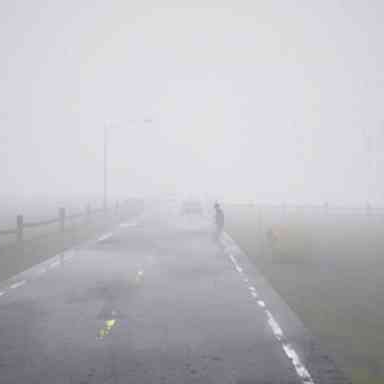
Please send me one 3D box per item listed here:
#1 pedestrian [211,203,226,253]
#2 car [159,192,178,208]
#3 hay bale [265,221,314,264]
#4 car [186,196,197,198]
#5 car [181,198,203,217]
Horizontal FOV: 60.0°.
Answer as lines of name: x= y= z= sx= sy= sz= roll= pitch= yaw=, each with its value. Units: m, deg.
pedestrian: x=0.929 y=1.225 z=11.729 sx=0.375 sy=1.860 sz=0.375 roll=1 pitch=0 yaw=-2
car: x=-2.954 y=0.979 z=43.442 sx=2.150 sy=2.045 sz=5.566 roll=0 pitch=0 yaw=0
hay bale: x=3.091 y=1.593 z=10.697 sx=1.220 sy=1.180 sz=1.240 roll=-1 pitch=0 yaw=0
car: x=-0.040 y=1.224 z=45.861 sx=1.882 sy=1.535 sz=5.008 roll=0 pitch=0 yaw=0
car: x=0.000 y=1.436 z=29.145 sx=1.895 sy=1.301 sz=4.718 roll=0 pitch=0 yaw=0
